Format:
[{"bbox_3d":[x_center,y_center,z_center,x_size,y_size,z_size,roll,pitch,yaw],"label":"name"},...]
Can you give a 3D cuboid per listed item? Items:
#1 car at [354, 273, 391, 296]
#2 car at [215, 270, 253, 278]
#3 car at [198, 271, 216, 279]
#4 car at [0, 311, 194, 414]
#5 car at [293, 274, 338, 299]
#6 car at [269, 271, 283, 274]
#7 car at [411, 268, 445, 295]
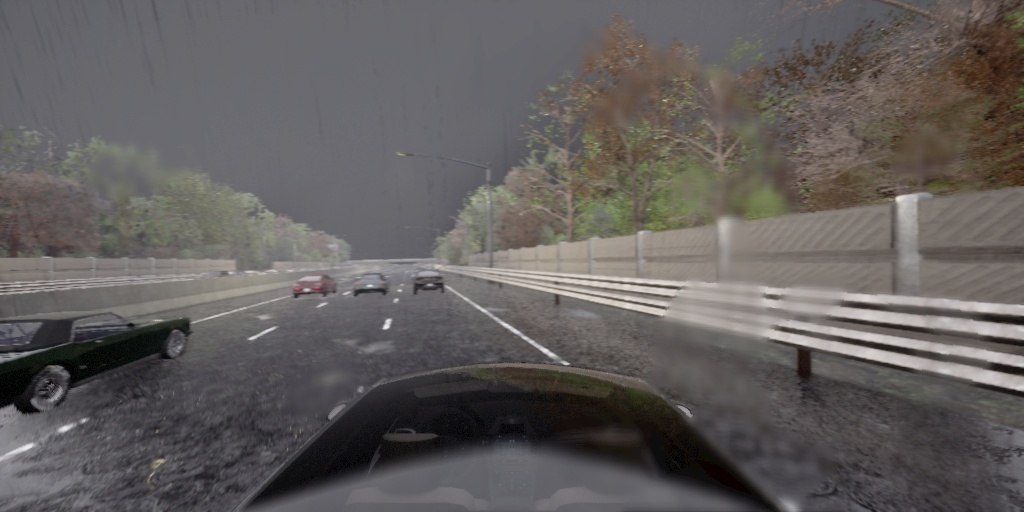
[{"bbox_3d":[-9.155,1.806,23.644,1.994,1.385,4.181,-2,-1,-16],"label":"car"},{"bbox_3d":[-33.123,2.663,43.482,2.128,1.511,4.902,-2,-1,-15],"label":"car"},{"bbox_3d":[-37.163,2.661,44.981,2.097,1.767,4.553,-2,-1,-15],"label":"car"},{"bbox_3d":[-7.859,1.626,6.221,1.895,1.301,4.718,-2,-1,-16],"label":"car"},{"bbox_3d":[-12.681,1.867,23.264,1.812,1.442,4.674,-2,-1,-16],"label":"car"},{"bbox_3d":[-29.946,2.645,45.145,2.033,1.411,5.357,-2,-1,-15],"label":"car"},{"bbox_3d":[-5.588,1.617,23.817,1.882,1.535,5.008,-2,-1,-16],"label":"car"}]
